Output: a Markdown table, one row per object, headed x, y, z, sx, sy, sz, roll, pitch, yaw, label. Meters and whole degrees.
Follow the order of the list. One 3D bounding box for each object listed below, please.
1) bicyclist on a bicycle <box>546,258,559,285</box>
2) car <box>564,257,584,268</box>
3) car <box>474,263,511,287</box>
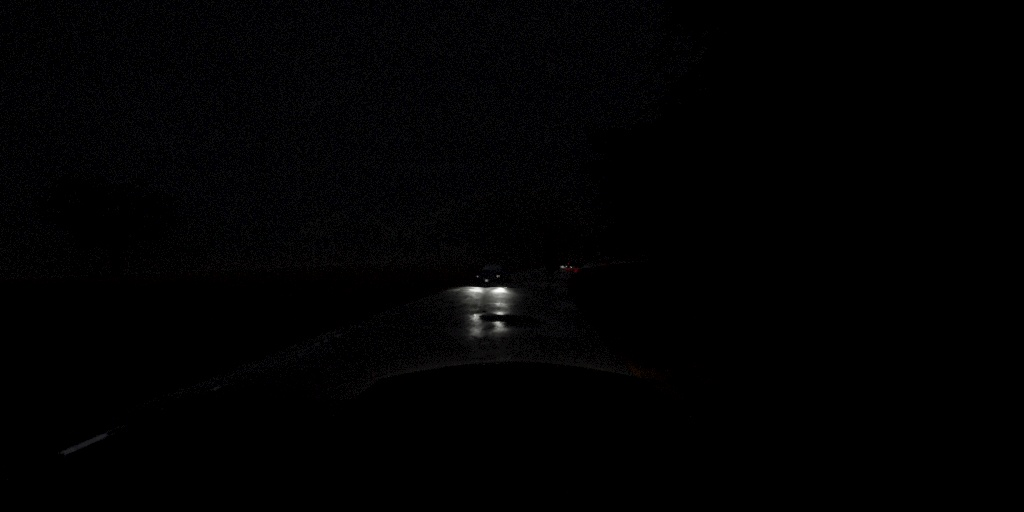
| x | y | z | sx | sy | sz | roll | pitch | yaw | label |
| --- | --- | --- | --- | --- | --- | --- | --- | --- | --- |
| 2.527 | 1.109 | 23.440 | 0.659 | 1.776 | 1.843 | 1 | 0 | 8 | bicyclist on a bicycle |
| 9.931 | 1.181 | 55.771 | 1.895 | 1.301 | 4.718 | 0 | 1 | 21 | car |
| -1.237 | 1.244 | 24.623 | 1.812 | 1.442 | 4.674 | 0 | 0 | 9 | car |
